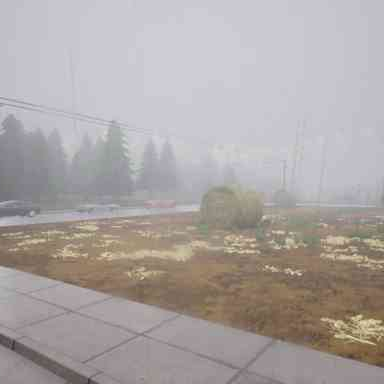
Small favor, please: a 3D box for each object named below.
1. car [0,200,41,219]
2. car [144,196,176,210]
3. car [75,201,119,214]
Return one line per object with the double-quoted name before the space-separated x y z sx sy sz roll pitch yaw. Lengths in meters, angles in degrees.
"car" -15.847 1.531 29.164 1.837 1.490 4.892 0 0 37
"car" -4.281 1.379 44.753 2.097 1.767 4.553 0 0 37
"car" -10.370 1.628 36.557 1.895 1.301 4.718 0 0 37
